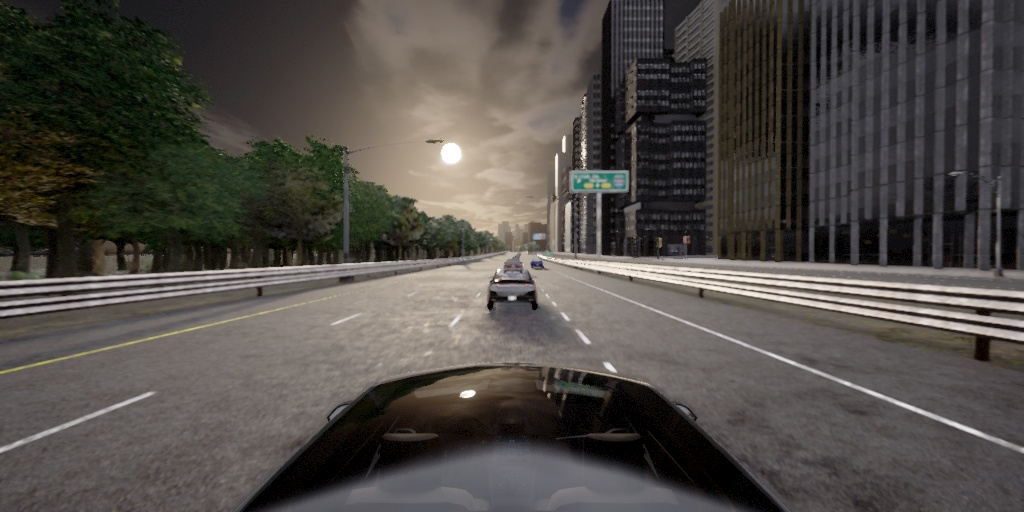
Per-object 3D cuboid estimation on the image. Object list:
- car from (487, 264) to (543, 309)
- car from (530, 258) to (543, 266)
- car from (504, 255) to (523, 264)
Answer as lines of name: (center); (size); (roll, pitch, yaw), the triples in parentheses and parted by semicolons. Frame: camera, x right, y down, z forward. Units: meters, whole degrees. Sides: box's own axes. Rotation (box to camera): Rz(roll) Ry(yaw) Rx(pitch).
car: (0.017, 1.243, 14.898); (2.128, 1.511, 4.902); (0, 0, 0)
car: (3.919, 1.120, 57.238); (1.882, 1.535, 5.008); (0, 1, 1)
car: (0.157, 1.064, 40.808); (2.097, 1.767, 4.553); (0, 0, 0)
